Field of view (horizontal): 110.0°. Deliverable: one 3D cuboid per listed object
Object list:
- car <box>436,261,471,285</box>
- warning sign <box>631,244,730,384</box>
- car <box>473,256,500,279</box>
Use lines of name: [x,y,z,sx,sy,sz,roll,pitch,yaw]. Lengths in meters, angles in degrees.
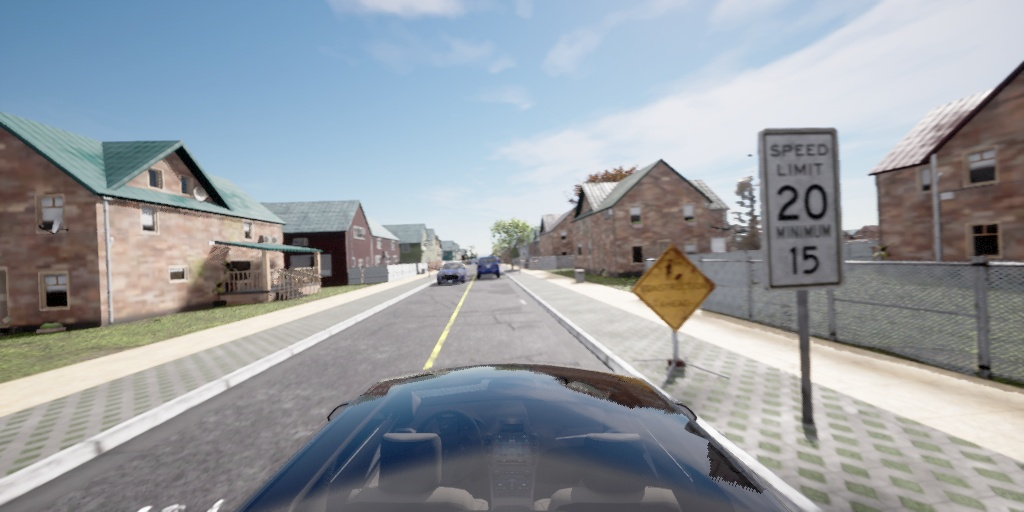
car: [-4.678,1.288,28.321,2.097,1.767,4.553,-3,0,-4]
warning sign: [2.437,0.750,5.314,1.300,1.860,1.060,0,0,-4]
car: [-2.282,1.055,34.642,2.150,2.045,5.566,-3,0,-4]
